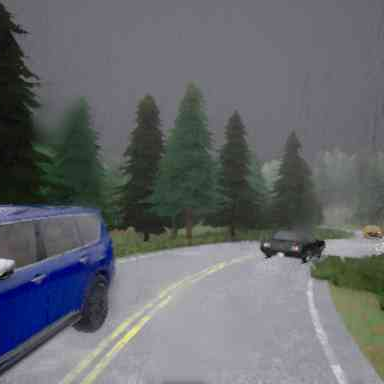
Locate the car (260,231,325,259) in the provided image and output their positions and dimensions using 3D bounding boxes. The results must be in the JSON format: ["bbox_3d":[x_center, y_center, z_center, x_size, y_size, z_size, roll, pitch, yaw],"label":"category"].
[{"bbox_3d":[4.946,2.513,15.816,1.895,1.301,4.718,2,-4,33],"label":"car"}]

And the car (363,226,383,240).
[{"bbox_3d":[21.485,4.735,39.500,1.882,1.535,5.008,2,-4,29],"label":"car"}]

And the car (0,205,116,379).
[{"bbox_3d":[-2.825,1.207,4.205,2.150,2.045,5.566,1,-1,9],"label":"car"}]
